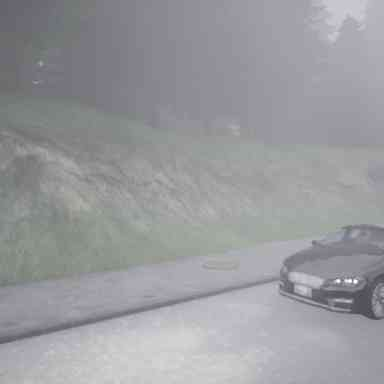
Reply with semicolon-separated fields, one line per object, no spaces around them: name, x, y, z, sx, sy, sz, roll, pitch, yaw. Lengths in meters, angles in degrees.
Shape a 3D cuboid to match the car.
car;4.000;1.496;7.393;4.902;1.511;2.128;0;0;-35
